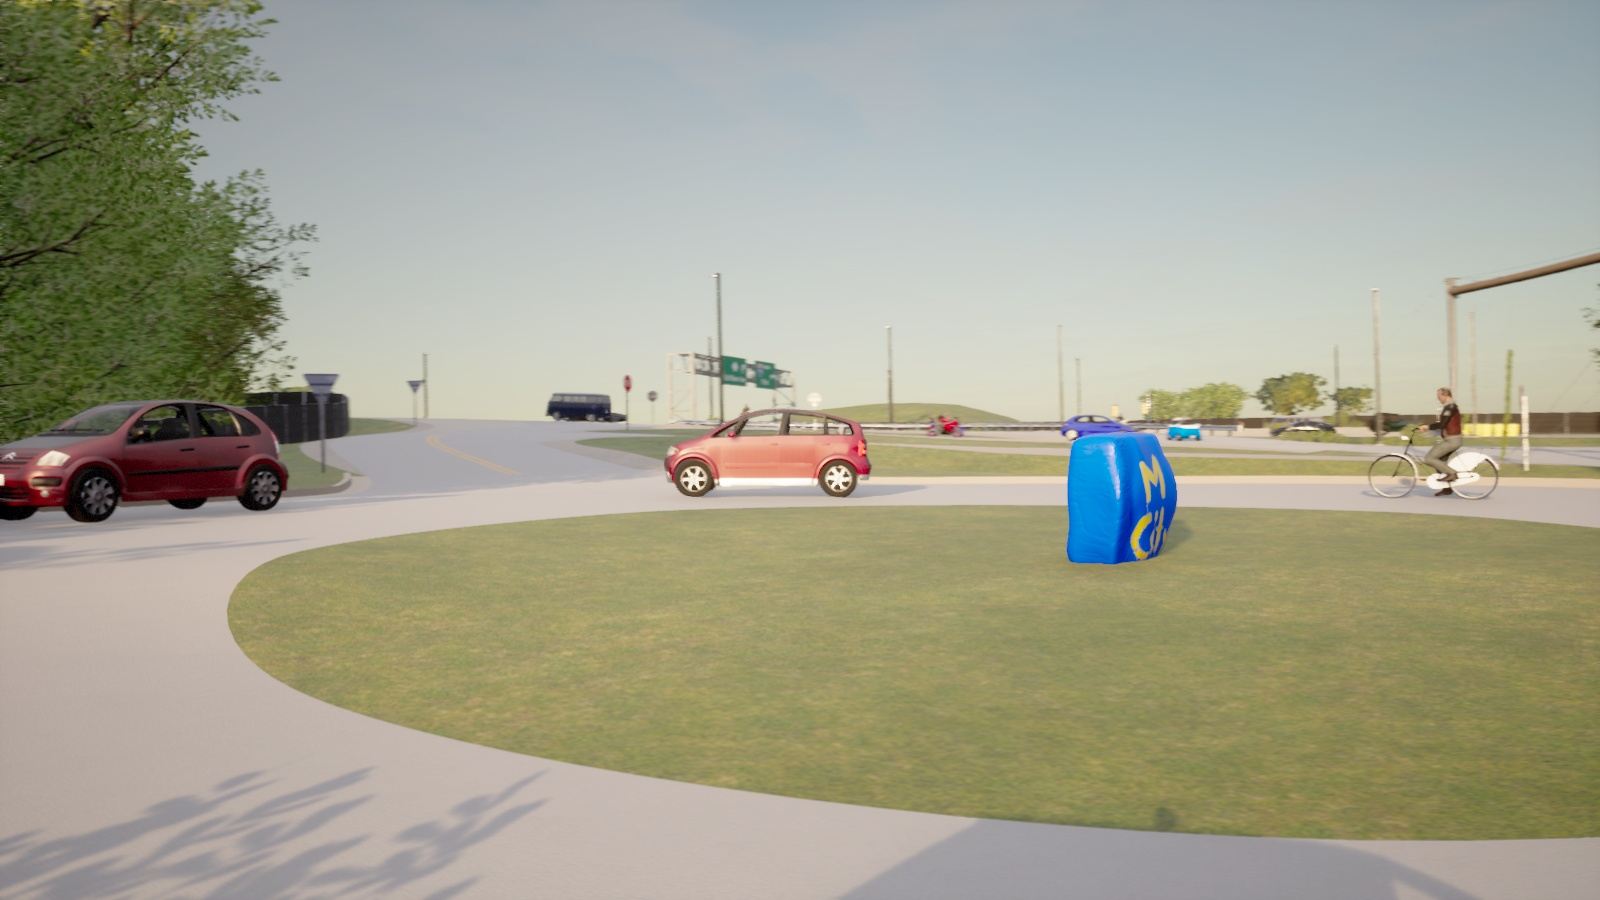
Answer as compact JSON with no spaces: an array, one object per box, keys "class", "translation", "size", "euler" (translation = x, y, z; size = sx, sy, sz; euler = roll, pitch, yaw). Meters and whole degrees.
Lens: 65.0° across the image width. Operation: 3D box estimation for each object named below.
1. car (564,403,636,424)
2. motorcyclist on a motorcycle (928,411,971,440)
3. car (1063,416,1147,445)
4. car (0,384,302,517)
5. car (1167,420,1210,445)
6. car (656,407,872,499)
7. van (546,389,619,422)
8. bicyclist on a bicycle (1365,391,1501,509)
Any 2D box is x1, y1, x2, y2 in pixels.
[{"class":"car","translation":[-15.603,-2.851,97.855],"size":[5.357,1.411,2.033],"euler":[1,0,-12]},{"class":"motorcyclist on a motorcycle","translation":[8.546,-1.404,71.787],"size":[2.191,1.530,0.866],"euler":[3,1,22]},{"class":"car","translation":[16.649,-1.062,68.499],"size":[4.193,1.474,1.816],"euler":[2,1,21]},{"class":"car","translation":[-9.133,-0.015,17.426],"size":[1.851,1.617,3.988],"euler":[0,1,24]},{"class":"car","translation":[22.791,-1.055,73.762],"size":[1.481,1.376,2.207],"euler":[-1,2,-13]},{"class":"car","translation":[-0.603,0.046,22.462],"size":[3.705,1.549,1.789],"euler":[0,1,1]},{"class":"van","translation":[-14.567,-2.987,84.217],"size":[4.442,1.987,1.775],"euler":[2,1,18]},{"class":"bicyclist on a bicycle","translation":[9.938,-0.020,19.737],"size":[1.843,1.776,0.659],"euler":[1,2,32]}]
